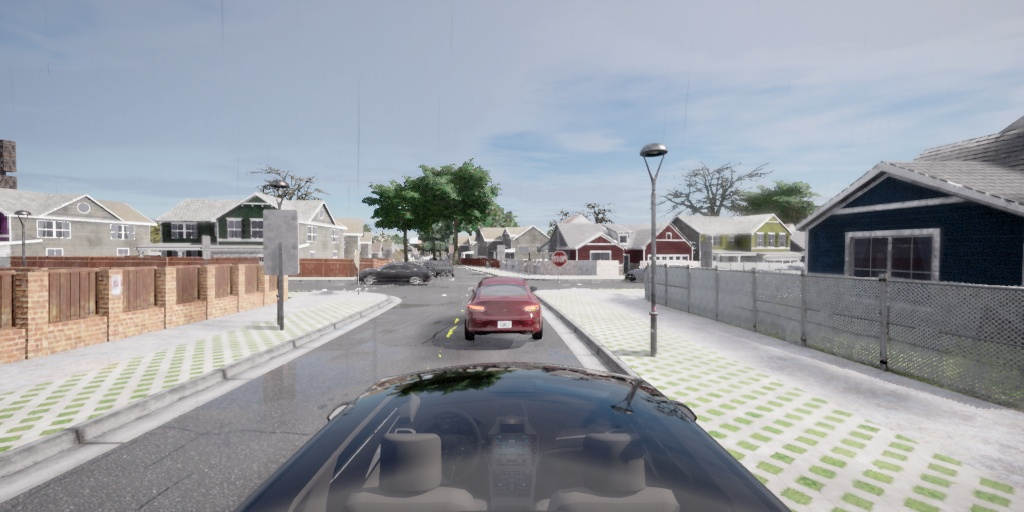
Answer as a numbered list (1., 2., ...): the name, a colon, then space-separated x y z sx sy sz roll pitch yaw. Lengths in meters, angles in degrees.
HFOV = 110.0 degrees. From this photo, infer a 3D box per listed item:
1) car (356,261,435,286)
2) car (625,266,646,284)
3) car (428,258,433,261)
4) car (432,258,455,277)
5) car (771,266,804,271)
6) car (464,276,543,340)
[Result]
1. car: -7.927 1.208 24.340 4.892 1.490 1.837 2 1 -10
2. car: 11.150 1.434 28.480 4.181 1.385 1.994 1 1 -14
3. car: -9.462 1.275 46.450 1.837 1.490 4.892 0 0 -16
4. car: -6.994 1.270 36.818 1.837 1.490 4.892 0 0 -13
5. car: 25.231 1.576 32.518 4.181 1.385 1.994 1 1 -17
6. car: -0.254 1.274 9.831 1.812 1.442 4.674 0 0 -2
